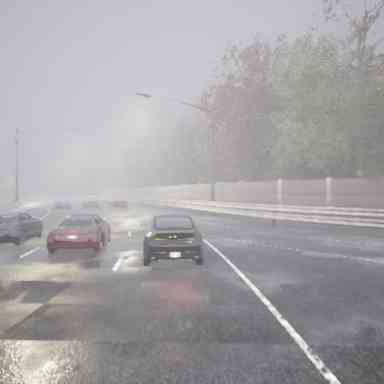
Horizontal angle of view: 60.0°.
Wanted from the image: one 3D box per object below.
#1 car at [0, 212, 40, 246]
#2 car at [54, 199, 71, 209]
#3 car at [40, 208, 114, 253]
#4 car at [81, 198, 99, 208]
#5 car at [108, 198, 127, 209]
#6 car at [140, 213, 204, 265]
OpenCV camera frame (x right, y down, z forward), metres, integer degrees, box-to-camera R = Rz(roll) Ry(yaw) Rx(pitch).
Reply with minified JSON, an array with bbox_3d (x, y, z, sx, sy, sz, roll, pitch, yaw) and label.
[{"bbox_3d":[-8.309,1.595,15.325,1.994,1.385,4.181,0,0,-8],"label":"car"},{"bbox_3d":[-17.866,1.631,45.749,1.994,1.385,4.181,0,0,-25],"label":"car"},{"bbox_3d":[-4.560,1.581,13.894,1.994,1.385,4.181,0,0,-8],"label":"car"},{"bbox_3d":[-14.007,1.579,45.739,1.812,1.442,4.674,0,0,-25],"label":"car"},{"bbox_3d":[-10.385,1.518,46.270,1.882,1.535,5.008,0,0,-24],"label":"car"},{"bbox_3d":[-0.732,1.508,11.703,1.837,1.490,4.892,0,0,-6],"label":"car"}]
